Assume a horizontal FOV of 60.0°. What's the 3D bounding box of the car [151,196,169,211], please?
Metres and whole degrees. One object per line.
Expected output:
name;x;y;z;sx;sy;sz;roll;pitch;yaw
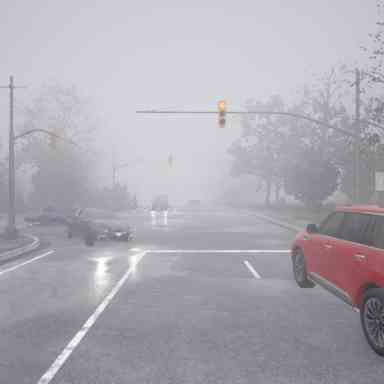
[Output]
car;-4.075;1.572;42.521;1.837;1.490;4.892;0;-1;-3

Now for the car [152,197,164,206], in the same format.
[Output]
car;-6.757;1.835;65.526;2.097;1.767;4.553;0;-1;-11

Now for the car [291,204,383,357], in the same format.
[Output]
car;3.590;1.221;6.131;2.150;2.045;5.566;0;0;0

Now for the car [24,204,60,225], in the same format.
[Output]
car;-9.024;1.570;23.884;5.357;1.411;2.033;0;0;-12

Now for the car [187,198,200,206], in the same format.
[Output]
car;0.265;1.952;66.603;1.882;1.535;5.008;0;-1;-12

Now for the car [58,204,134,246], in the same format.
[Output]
car;-4.411;1.507;15.433;1.837;1.490;4.892;4;-3;-37
